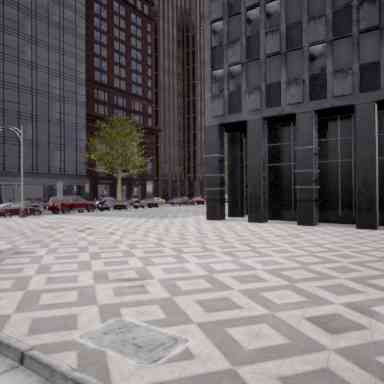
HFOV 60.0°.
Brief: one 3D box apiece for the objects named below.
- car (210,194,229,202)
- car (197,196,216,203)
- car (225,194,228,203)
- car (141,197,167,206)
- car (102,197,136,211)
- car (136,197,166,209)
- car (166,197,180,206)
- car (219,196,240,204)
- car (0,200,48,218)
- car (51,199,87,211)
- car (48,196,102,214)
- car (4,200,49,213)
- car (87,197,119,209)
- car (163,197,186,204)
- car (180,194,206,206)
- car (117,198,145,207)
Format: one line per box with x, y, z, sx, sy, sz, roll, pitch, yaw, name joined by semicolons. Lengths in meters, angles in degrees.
6.361;1.298;75.956;2.192;1.841;5.009;-1;0;35;car
3.166;1.537;71.309;1.887;1.381;4.507;-1;0;35;car
3.790;1.224;57.181;2.192;1.841;5.009;-1;0;35;car
-6.520;1.546;57.230;1.752;1.417;4.829;-1;0;35;car
-8.993;1.526;38.598;1.947;1.339;4.313;-1;0;35;car
-5.797;1.510;43.242;1.947;1.339;4.313;-1;0;35;car
-1.647;1.498;53.893;2.033;1.411;5.357;-1;0;35;car
6.988;1.465;61.824;1.947;1.339;4.313;-1;0;35;car
-15.385;1.577;29.307;1.802;1.307;4.206;-1;0;35;car
-16.013;1.643;43.433;1.802;1.307;4.206;-1;0;35;car
-12.191;1.291;33.954;2.192;1.841;5.009;-1;0;35;car
-19.209;1.644;38.787;1.947;1.339;4.313;-1;0;35;car
-12.818;1.486;48.079;1.967;1.590;4.097;-1;0;35;car
-3.227;1.576;62.017;1.947;1.339;4.313;-1;0;35;car
0.595;1.464;52.534;1.887;1.381;4.507;-1;0;35;car
-9.620;1.614;52.725;1.802;1.307;4.206;-1;0;35;car
